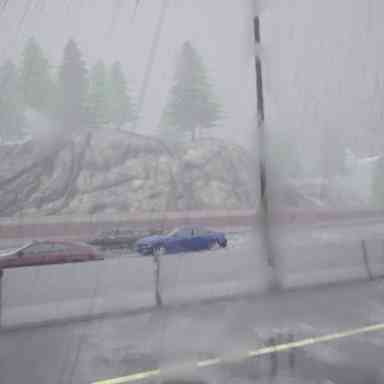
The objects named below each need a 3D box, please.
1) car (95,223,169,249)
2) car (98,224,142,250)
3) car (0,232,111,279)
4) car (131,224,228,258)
[{"bbox_3d":[-4.337,3.103,24.057,5.008,1.535,1.882,-1,-4,-22],"label":"car"},{"bbox_3d":[-4.868,2.912,20.132,4.892,1.490,1.837,-1,-3,-21],"label":"car"},{"bbox_3d":[-5.613,2.493,12.445,4.674,1.442,1.812,-1,-4,-20],"label":"car"},{"bbox_3d":[-0.504,2.610,18.076,5.008,1.535,1.882,-1,-4,-22],"label":"car"}]
